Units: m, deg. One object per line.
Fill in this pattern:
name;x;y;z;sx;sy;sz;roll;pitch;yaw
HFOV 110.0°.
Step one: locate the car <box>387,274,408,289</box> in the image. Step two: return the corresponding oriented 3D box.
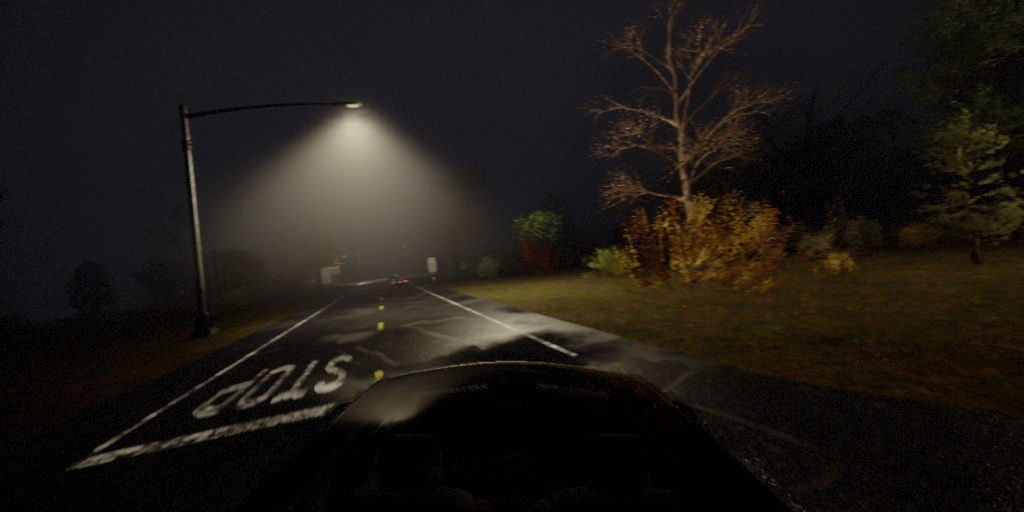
car;-12.664;2.881;40.060;2.033;1.411;5.357;-6;0;-20
